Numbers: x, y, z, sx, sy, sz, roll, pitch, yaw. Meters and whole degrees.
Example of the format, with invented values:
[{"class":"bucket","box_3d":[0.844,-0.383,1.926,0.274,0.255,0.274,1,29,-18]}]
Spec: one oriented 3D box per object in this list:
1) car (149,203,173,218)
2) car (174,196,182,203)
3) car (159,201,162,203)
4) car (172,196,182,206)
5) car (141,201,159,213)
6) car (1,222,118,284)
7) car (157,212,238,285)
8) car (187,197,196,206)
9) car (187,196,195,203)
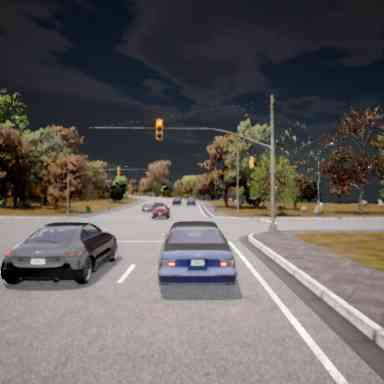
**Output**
[{"class":"car","box_3d":[-3.484,2.279,38.526,1.812,1.442,4.674,0,-2,0]},{"class":"car","box_3d":[-3.783,1.905,88.290,2.097,1.767,4.553,0,1,-4]},{"class":"car","box_3d":[-7.151,2.624,69.935,1.895,1.301,4.718,0,1,0]},{"class":"car","box_3d":[-3.670,2.381,78.263,1.837,1.490,4.892,0,1,0]},{"class":"car","box_3d":[-7.186,2.592,54.797,2.128,1.511,4.902,0,-1,0]},{"class":"car","box_3d":[-3.442,1.534,9.450,1.994,1.385,4.181,0,0,0]},{"class":"car","box_3d":[0.072,1.517,9.340,2.033,1.411,5.357,0,0,-1]},{"class":"car","box_3d":[-0.170,2.236,78.238,2.097,1.767,4.553,0,1,0]},{"class":"car","box_3d":[-0.286,2.029,88.415,1.882,1.535,5.008,0,1,-4]}]
